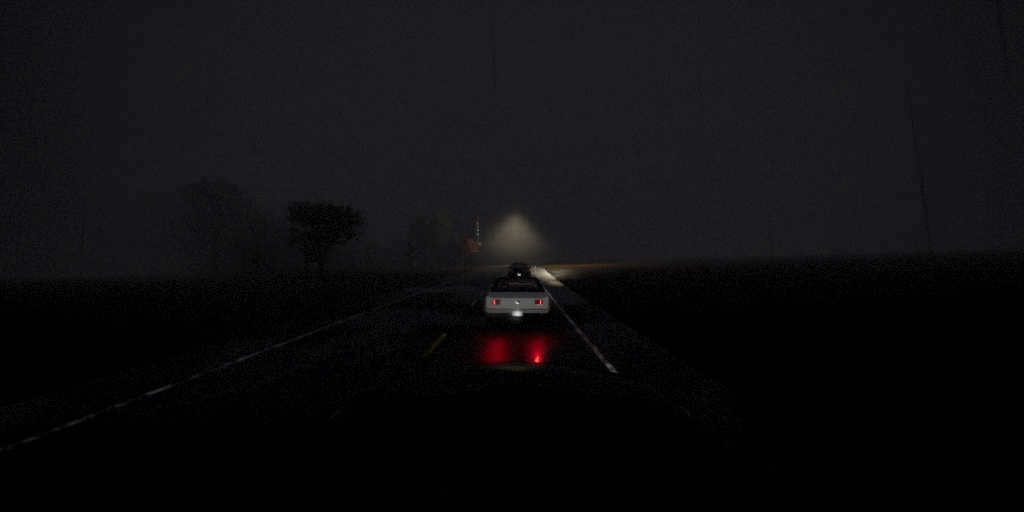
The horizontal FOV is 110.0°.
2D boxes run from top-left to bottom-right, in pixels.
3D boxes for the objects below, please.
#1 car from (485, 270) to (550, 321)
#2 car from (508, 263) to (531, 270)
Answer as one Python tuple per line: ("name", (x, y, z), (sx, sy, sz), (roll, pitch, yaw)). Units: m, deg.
("car", (0.187, 1.351, 12.421), (1.895, 1.301, 4.718), (0, 0, 1))
("car", (0.618, 1.272, 30.072), (1.812, 1.442, 4.674), (0, 0, 2))
